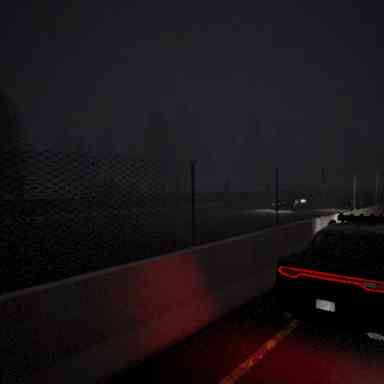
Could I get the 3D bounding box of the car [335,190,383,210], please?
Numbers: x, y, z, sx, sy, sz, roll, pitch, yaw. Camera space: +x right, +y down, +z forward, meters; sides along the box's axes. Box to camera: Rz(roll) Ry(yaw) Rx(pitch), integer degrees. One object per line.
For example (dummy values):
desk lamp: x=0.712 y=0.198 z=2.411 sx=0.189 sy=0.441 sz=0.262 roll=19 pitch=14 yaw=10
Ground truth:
car: x=15.115 y=0.641 z=29.777 sx=5.008 sy=1.535 sz=1.882 roll=-2 pitch=1 yaw=-35

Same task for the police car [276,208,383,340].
police car: x=3.454 y=1.242 z=6.399 sx=1.930 sy=1.638 sz=5.238 roll=0 pitch=2 yaw=40
